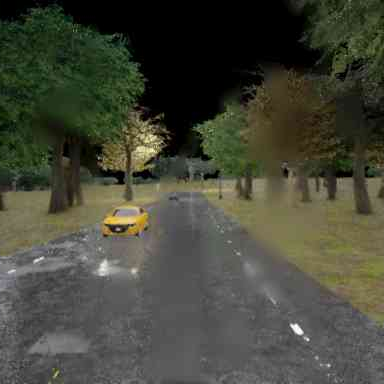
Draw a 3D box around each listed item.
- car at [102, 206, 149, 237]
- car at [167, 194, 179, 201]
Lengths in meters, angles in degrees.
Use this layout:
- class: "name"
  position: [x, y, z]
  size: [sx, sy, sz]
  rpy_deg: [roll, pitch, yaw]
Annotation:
- class: "car"
  position: [-3.593, 1.549, 18.707]
  size: [1.882, 1.535, 5.008]
  rpy_deg: [0, 0, 0]
- class: "car"
  position: [-3.496, 1.019, 61.265]
  size: [1.895, 1.301, 4.718]
  rpy_deg: [0, 1, 0]
